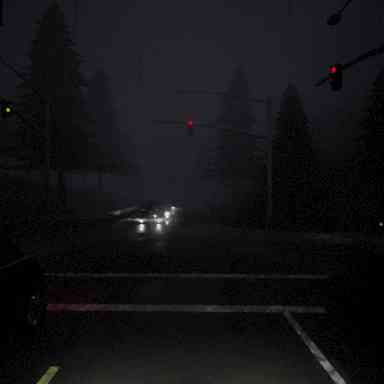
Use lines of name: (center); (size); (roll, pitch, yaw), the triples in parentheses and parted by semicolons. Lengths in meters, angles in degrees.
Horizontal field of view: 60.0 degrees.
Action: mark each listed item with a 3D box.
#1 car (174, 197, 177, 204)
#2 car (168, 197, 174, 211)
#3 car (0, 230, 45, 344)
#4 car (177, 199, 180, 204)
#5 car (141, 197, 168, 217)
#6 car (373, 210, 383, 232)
car: (-3.956, 1.598, 51.904); (1.895, 1.301, 4.718); (0, 0, -10)
car: (-3.624, 1.598, 41.178); (1.895, 1.301, 4.718); (0, 0, 0)
car: (-3.599, 1.352, 3.744); (2.097, 1.767, 4.553); (0, 0, 2)
car: (-4.055, 1.560, 61.744); (1.994, 1.385, 4.181); (0, 0, -39)
car: (-3.619, 1.503, 31.239); (1.837, 1.490, 4.892); (0, 0, 0)
car: (12.016, 1.202, 16.287); (5.566, 2.045, 2.150); (0, 0, 0)
